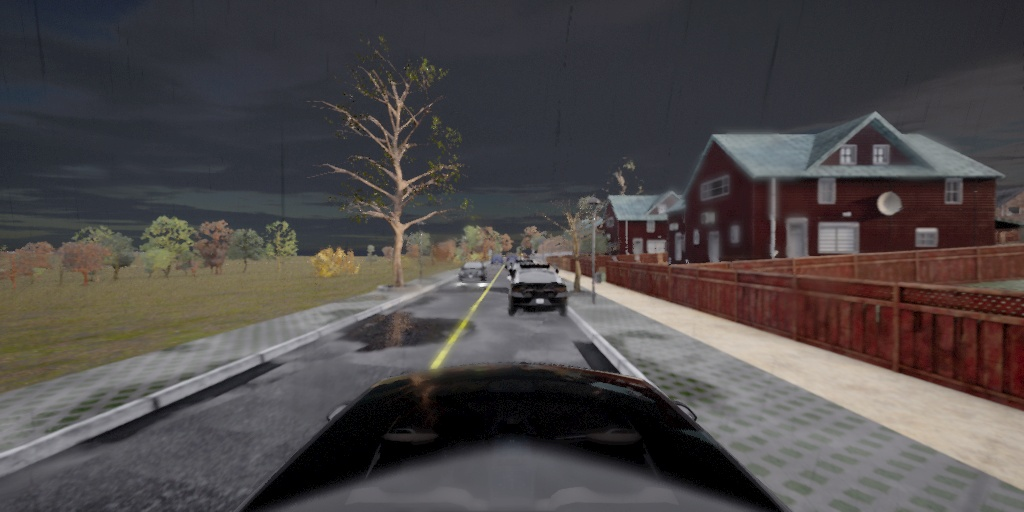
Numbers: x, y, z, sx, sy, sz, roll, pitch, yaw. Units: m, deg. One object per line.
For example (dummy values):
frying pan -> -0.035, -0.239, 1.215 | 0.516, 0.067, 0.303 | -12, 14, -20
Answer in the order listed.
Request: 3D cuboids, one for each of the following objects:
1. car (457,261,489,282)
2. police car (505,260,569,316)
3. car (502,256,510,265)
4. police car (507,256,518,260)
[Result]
car -> -2.849, 1.123, 26.981 | 1.812, 1.442, 4.674 | 0, 0, 0
police car -> 0.824, 1.105, 13.121 | 1.930, 1.638, 5.238 | 0, 0, 0
car -> 0.018, 1.033, 49.993 | 1.994, 1.385, 4.181 | 0, 0, 0
police car -> 0.822, 1.046, 23.121 | 1.930, 1.638, 5.238 | 0, 0, 0
